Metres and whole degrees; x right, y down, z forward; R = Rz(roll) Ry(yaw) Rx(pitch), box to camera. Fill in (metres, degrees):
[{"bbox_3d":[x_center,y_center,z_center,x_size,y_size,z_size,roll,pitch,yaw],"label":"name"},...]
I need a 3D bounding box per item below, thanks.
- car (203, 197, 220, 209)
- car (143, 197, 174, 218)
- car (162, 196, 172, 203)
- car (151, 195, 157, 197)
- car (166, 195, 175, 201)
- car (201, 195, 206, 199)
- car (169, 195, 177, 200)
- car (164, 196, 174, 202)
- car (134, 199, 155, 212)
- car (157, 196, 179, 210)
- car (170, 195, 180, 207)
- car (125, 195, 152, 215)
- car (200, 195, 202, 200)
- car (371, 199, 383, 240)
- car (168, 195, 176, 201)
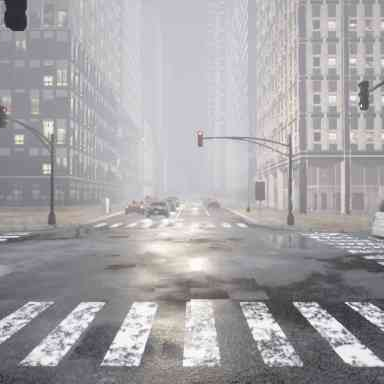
[{"bbox_3d":[2.880,1.599,44.976,1.802,1.307,4.206,1,0,0],"label":"car"},{"bbox_3d":[-2.980,1.516,30.335,1.837,1.490,4.892,0,0,0],"label":"car"},{"bbox_3d":[-5.389,1.573,72.823,1.887,1.381,4.507,1,0,0],"label":"car"},{"bbox_3d":[-5.494,1.332,44.948,2.192,1.841,5.009,1,0,0],"label":"car"},{"bbox_3d":[-5.345,1.578,83.973,1.887,1.381,4.507,1,0,0],"label":"car"},{"bbox_3d":[2.927,1.547,56.302,1.752,1.417,4.829,1,0,0],"label":"car"},{"bbox_3d":[-5.302,1.604,95.124,1.947,1.339,4.313,1,0,0],"label":"car"},{"bbox_3d":[-5.367,1.582,78.398,2.008,1.369,4.403,1,0,0],"label":"car"},{"bbox_3d":[-5.522,1.597,39.372,1.802,1.307,4.206,1,0,0],"label":"car"},{"bbox_3d":[-2.942,1.520,39.784,1.837,1.490,4.892,0,0,0],"label":"car"},{"bbox_3d":[-2.897,1.371,49.858,2.097,1.767,4.553,0,0,0],"label":"car"},{"bbox_3d":[-5.541,1.453,33.797,1.967,1.590,4.097,1,0,0],"label":"car"},{"bbox_3d":[2.947,1.590,61.709,1.947,1.339,4.313,1,0,0],"label":"car"},{"bbox_3d":[9.776,1.213,12.455,5.566,2.045,2.150,0,-1,0],"label":"car"},{"bbox_3d":[-5.323,1.587,89.548,2.008,1.369,4.403,1,0,0],"label":"car"}]
